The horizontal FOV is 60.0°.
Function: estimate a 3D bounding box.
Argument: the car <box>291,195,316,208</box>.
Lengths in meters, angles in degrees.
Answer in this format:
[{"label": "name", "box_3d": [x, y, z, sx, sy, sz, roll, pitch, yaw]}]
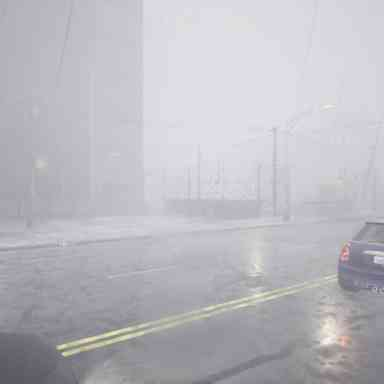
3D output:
[{"label": "car", "box_3d": [15.334, 1.254, 46.213, 4.553, 1.767, 2.185, 0, 0, -36]}]

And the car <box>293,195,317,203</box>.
[{"label": "car", "box_3d": [22.214, 1.420, 65.285, 4.674, 1.452, 2.002, 0, 0, -36]}]

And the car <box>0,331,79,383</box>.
[{"label": "car", "box_3d": [-2.712, 1.564, 1.809, 4.181, 1.385, 1.994, 0, 0, -36]}]

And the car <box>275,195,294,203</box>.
[{"label": "car", "box_3d": [19.301, 1.452, 69.281, 3.806, 1.475, 1.970, 0, 0, -36]}]

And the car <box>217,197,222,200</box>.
[{"label": "car", "box_3d": [4.575, 1.575, 60.769, 4.718, 1.301, 1.895, 0, 0, -36]}]

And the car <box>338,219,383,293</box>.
[{"label": "car", "box_3d": [5.425, 1.352, 7.678, 4.553, 1.767, 2.097, 0, 0, -35]}]
